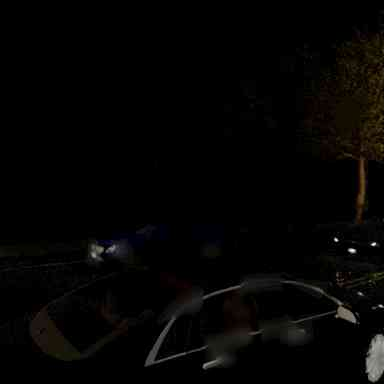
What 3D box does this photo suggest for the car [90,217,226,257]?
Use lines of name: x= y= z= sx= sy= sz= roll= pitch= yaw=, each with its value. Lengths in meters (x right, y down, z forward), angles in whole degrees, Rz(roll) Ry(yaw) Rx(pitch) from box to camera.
car: x=-0.937 y=1.581 z=10.978 sx=4.674 sy=1.442 sz=1.812 roll=1 pitch=0 yaw=-36

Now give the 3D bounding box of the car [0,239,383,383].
car: x=0.435 y=1.529 z=3.748 sx=4.892 sy=1.490 sz=1.837 roll=1 pitch=0 yaw=-35

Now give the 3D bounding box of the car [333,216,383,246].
car: x=7.791 y=1.689 z=13.183 sx=5.357 sy=1.411 sz=2.033 roll=1 pitch=0 yaw=-35
